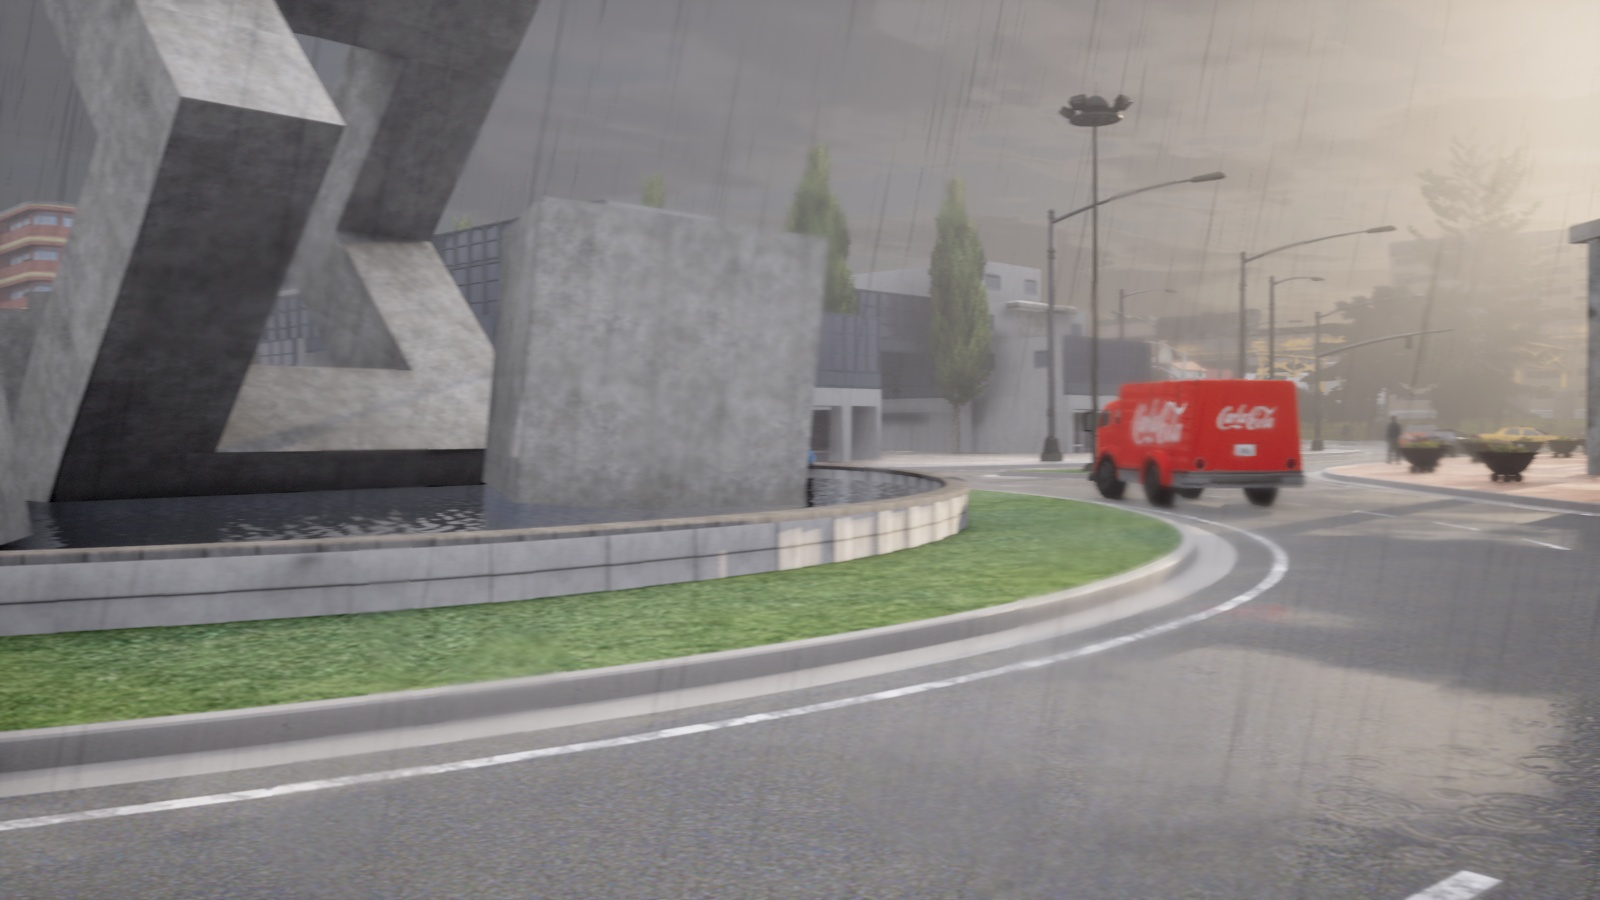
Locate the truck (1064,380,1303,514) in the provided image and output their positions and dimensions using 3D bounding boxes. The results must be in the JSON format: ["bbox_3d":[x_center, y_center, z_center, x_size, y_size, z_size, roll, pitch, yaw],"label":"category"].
[{"bbox_3d":[7.700,-0.088,25.946,2.627,2.467,5.204,0,1,-10],"label":"truck"}]

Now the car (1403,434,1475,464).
[{"bbox_3d":[31.210,-0.077,61.244,1.994,1.385,4.181,1,1,44],"label":"car"}]

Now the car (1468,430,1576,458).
[{"bbox_3d":[43.474,-0.392,75.740,5.366,1.575,1.801,1,2,43],"label":"car"}]

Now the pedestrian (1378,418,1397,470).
[{"bbox_3d":[20.820,-0.222,44.489,0.370,1.835,0.726,1,1,45],"label":"pedestrian"}]

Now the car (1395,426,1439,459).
[{"bbox_3d":[34.256,-0.419,69.802,2.097,1.767,4.553,1,1,26],"label":"car"}]
